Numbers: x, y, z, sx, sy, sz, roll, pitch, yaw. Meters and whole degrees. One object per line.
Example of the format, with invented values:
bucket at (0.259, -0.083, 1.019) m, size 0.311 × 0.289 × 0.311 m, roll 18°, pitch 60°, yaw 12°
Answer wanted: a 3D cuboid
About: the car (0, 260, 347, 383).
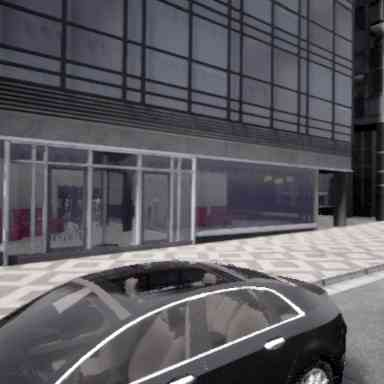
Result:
car at (-0.549, 1.505, 2.979) m, size 4.892 × 1.490 × 1.837 m, roll 0°, pitch 0°, yaw -35°
